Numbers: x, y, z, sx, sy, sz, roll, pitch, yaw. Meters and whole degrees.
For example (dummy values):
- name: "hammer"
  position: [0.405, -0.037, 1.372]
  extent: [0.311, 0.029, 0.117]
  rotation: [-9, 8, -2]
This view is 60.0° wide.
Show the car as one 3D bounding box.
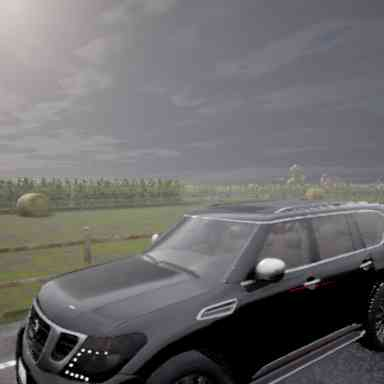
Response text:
- name: "car"
  position: [0.785, 1.172, 4.482]
  extent: [5.566, 2.045, 2.150]
  rotation: [-1, 1, -35]
